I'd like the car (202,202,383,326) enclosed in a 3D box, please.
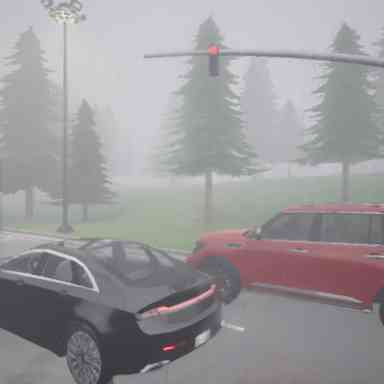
[{"bbox_3d":[2.534,1.223,6.483,5.566,2.045,2.150,0,0,35],"label":"car"}]

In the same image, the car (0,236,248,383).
[{"bbox_3d":[-1.843,1.495,5.306,4.902,1.511,2.128,0,0,35],"label":"car"}]
